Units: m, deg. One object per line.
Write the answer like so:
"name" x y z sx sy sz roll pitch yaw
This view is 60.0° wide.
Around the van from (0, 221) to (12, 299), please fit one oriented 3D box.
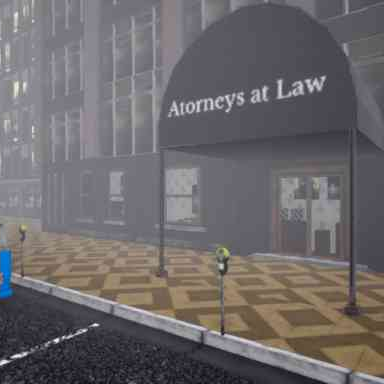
"van" -5.268 1.341 6.661 3.998 1.788 1.690 0 0 36
